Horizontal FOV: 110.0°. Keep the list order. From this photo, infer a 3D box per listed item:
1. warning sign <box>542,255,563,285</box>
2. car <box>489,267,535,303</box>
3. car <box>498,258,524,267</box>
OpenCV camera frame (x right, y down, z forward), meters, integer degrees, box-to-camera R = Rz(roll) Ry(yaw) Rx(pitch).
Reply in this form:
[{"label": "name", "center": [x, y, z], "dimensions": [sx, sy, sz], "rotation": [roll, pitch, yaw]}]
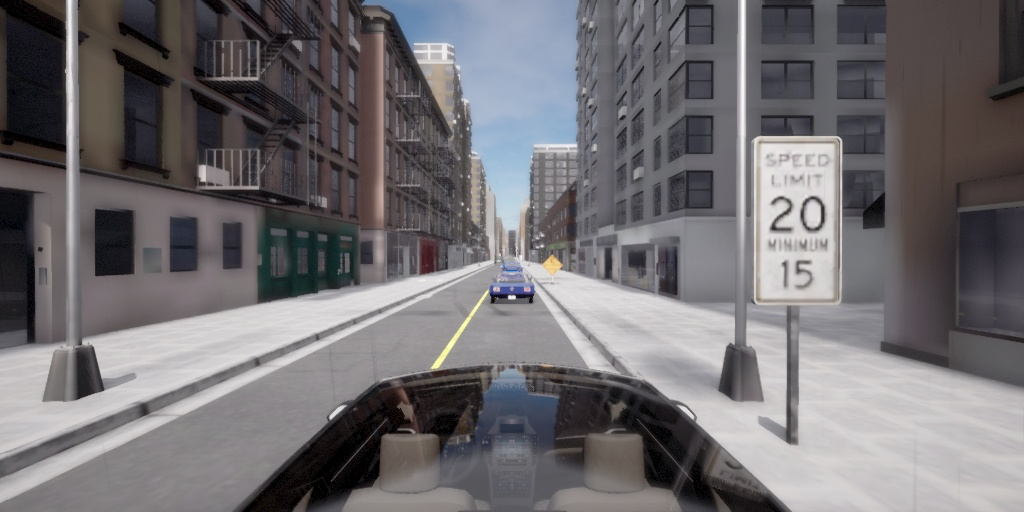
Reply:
[{"label": "warning sign", "center": [2.518, 0.865, 22.429], "dimensions": [1.300, 1.860, 1.060], "rotation": [0, 0, 0]}, {"label": "car", "center": [0.000, 1.367, 16.531], "dimensions": [1.895, 1.301, 4.718], "rotation": [0, 0, 0]}, {"label": "car", "center": [0.000, 1.238, 31.501], "dimensions": [1.882, 1.535, 5.008], "rotation": [0, 0, 0]}]
